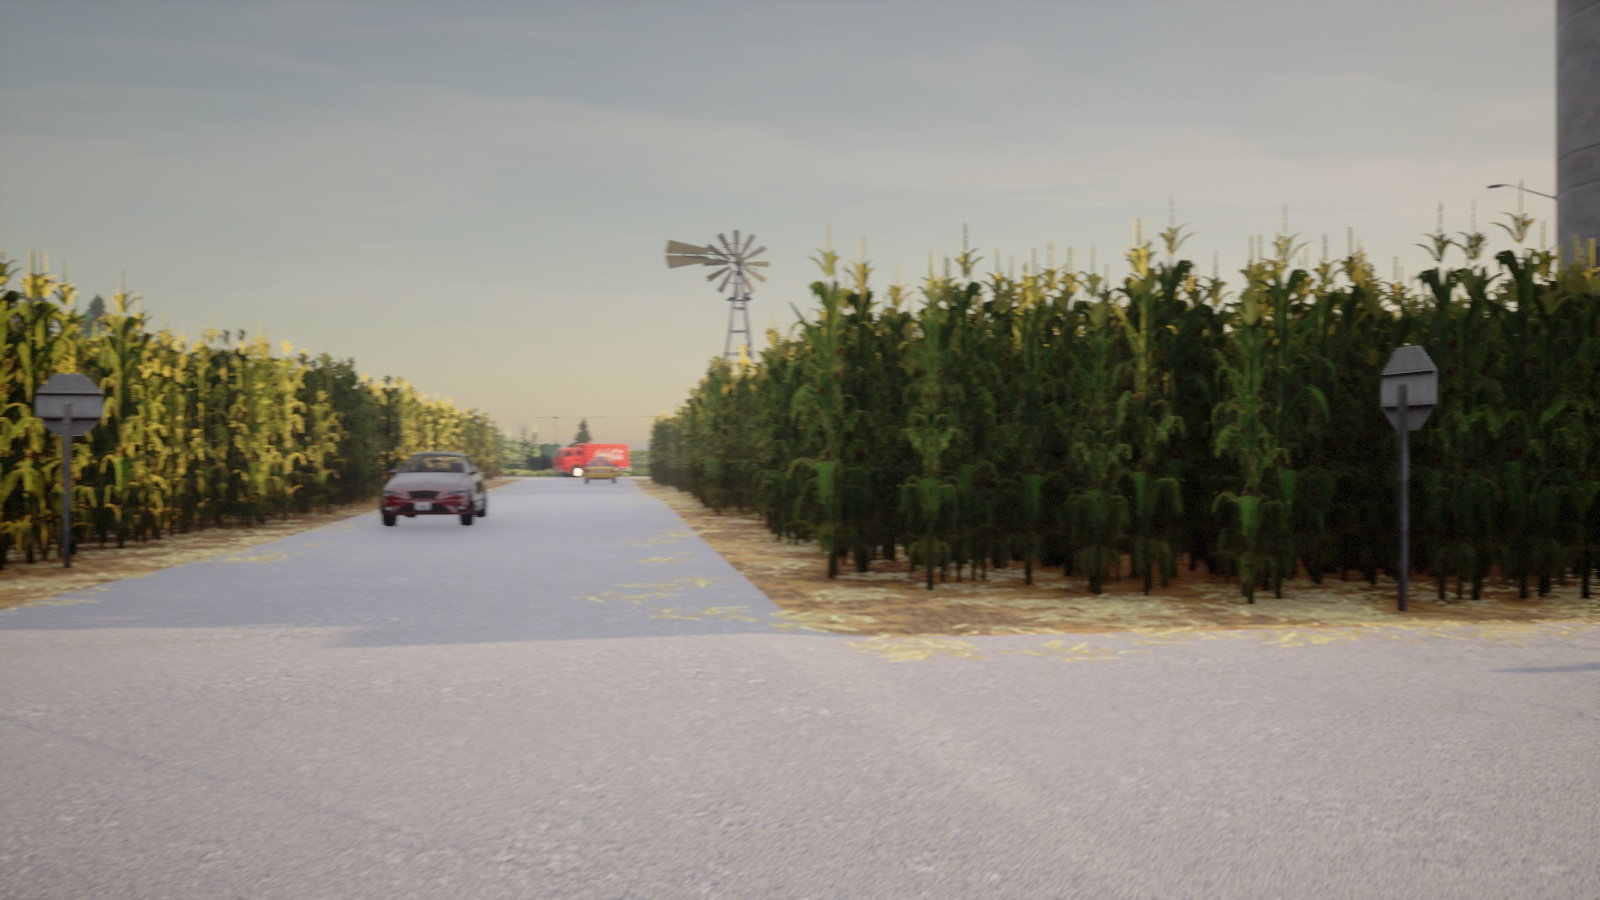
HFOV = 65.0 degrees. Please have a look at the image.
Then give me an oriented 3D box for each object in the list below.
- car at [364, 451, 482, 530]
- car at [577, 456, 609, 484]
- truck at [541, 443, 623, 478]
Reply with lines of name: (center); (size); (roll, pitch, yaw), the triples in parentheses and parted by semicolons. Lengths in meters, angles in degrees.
car: (-7.756, 0.769, 26.184); (1.816, 1.474, 4.193); (0, 0, -9)
car: (-12.128, 1.139, 73.626); (1.801, 1.575, 5.366); (0, 0, -9)
truck: (-15.818, 0.755, 91.193); (5.204, 2.467, 2.627); (0, -1, -32)
